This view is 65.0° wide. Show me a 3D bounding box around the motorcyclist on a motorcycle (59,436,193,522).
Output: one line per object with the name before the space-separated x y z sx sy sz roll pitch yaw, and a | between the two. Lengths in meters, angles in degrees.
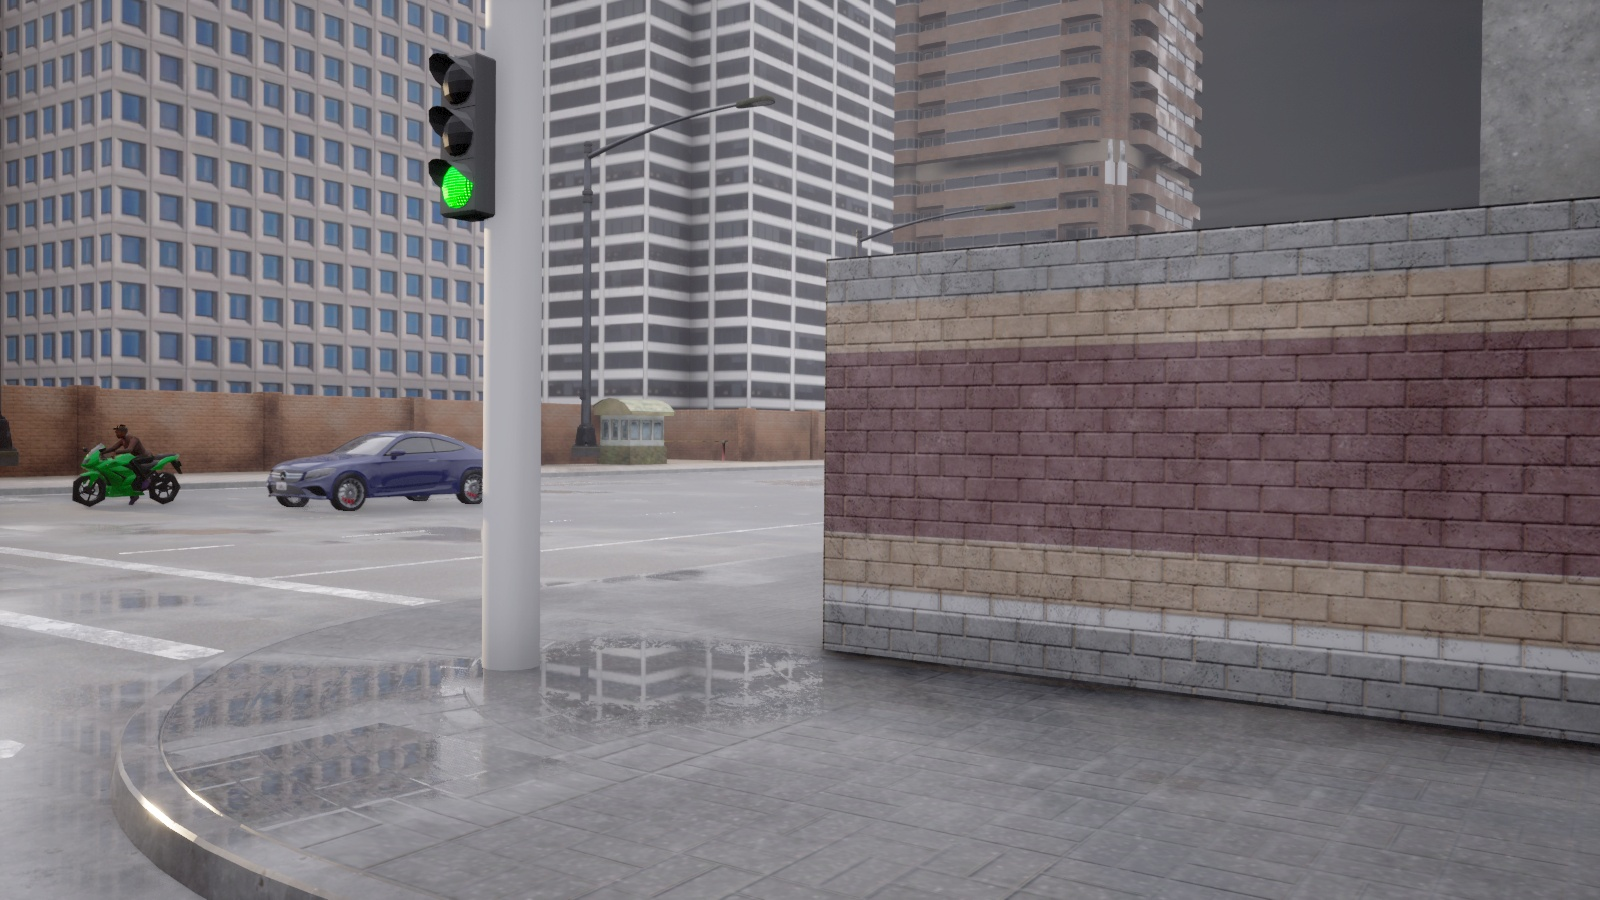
motorcyclist on a motorcycle | -12.533 0.507 23.413 0.797 1.523 2.044 0 1 34

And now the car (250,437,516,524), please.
car | -7.850 0.500 24.094 1.812 1.442 4.674 0 1 34
